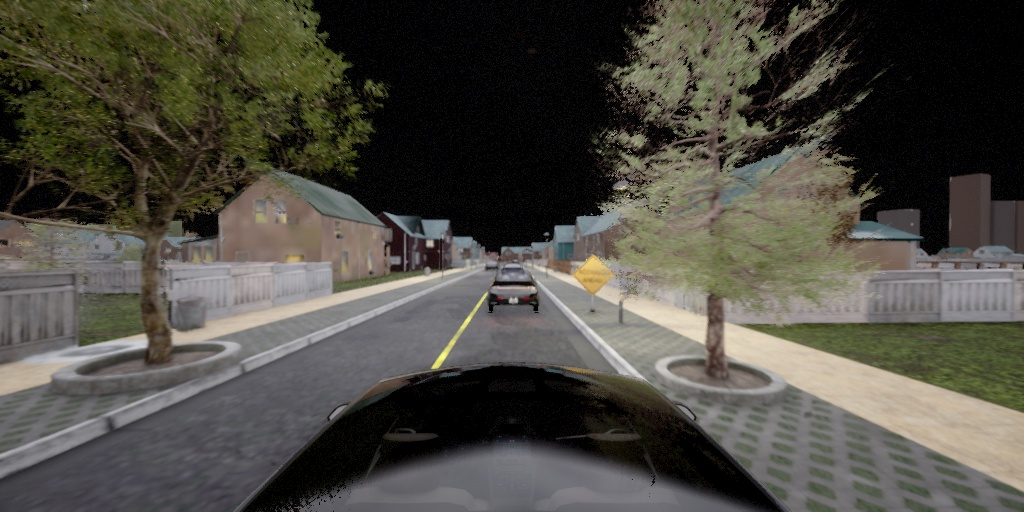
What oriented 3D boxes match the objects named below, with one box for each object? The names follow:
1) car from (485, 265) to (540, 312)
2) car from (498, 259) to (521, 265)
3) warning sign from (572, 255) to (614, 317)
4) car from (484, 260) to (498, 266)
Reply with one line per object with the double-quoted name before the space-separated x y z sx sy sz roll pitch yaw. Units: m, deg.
"car" 0.064 1.264 14.195 2.128 1.511 4.902 0 0 0
"car" 0.065 1.299 30.808 1.882 1.535 5.008 0 0 0
"warning sign" 2.514 0.881 11.272 1.300 1.860 1.060 0 0 0
"car" -2.844 1.395 51.259 1.882 1.535 5.008 0 0 0
